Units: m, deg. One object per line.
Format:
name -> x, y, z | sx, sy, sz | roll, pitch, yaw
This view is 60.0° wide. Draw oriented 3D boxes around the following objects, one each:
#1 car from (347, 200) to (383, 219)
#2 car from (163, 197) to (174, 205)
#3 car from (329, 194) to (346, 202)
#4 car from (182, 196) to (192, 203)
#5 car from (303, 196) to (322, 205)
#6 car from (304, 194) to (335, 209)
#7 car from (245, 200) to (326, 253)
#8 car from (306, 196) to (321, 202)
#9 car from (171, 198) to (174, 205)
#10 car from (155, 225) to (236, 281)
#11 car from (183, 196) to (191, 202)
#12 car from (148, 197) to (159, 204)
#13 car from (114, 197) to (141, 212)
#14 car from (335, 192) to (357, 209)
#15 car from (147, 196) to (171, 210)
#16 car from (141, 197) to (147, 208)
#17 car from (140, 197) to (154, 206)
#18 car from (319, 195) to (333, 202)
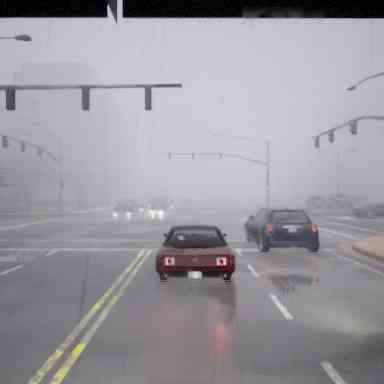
car -> 16.674, 1.632, 29.794 | 4.181, 1.385, 1.994 | 0, 0, 1
car -> -4.533, 1.748, 64.619 | 1.895, 1.301, 4.718 | 0, 0, 0
car -> 33.506, 1.328, 76.638 | 1.932, 1.855, 4.605 | 0, 0, 0
car -> -1.070, 1.687, 71.296 | 1.812, 1.442, 4.674 | 0, 0, 0
car -> 22.202, 1.536, 61.454 | 1.970, 1.475, 3.806 | 0, 0, 0
car -> 16.652, 1.254, 44.026 | 1.932, 1.855, 4.605 | 0, 0, 0
car -> 3.560, 1.383, 13.960 | 2.097, 1.767, 4.553 | 0, 0, -1
car -> 27.928, 1.570, 76.572 | 1.970, 1.475, 3.806 | 0, 0, 0
car -> -4.542, 1.477, 54.464 | 2.097, 1.767, 4.553 | 0, 0, 0
car -> 0.086, 1.624, 9.868 | 1.895, 1.301, 4.718 | 0, 0, 0
car -> -1.142, 1.666, 82.538 | 1.882, 1.535, 5.008 | 0, 0, 0
car -> -8.062, 1.712, 69.847 | 1.994, 1.385, 4.181 | 0, 0, 0
car -> -8.041, 1.445, 40.659 | 2.097, 1.767, 4.553 | 0, 0, 2
car -> 19.546, 1.257, 43.980 | 1.905, 1.878, 3.866 | 0, 0, 0
car -> -4.503, 1.595, 45.422 | 2.128, 1.511, 4.902 | 0, 0, 0
car -> -8.025, 1.592, 49.829 | 1.882, 1.535, 5.008 | 0, 0, 0
car -> -8.040, 1.662, 59.834 | 1.812, 1.442, 4.674 | 0, 0, 0
car -> 30.823, 1.539, 76.579 | 1.784, 1.438, 3.905 | 0, 0, 0
